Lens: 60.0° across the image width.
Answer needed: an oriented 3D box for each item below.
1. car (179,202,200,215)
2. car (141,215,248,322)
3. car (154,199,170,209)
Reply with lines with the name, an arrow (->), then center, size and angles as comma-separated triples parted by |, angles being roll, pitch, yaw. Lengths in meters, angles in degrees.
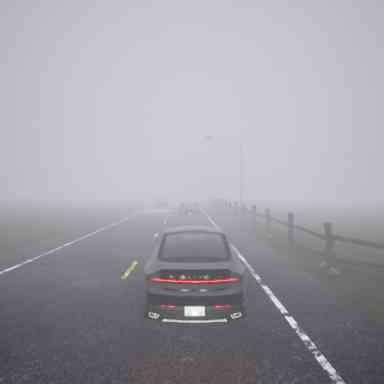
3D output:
car -> -0.241, 1.589, 31.380 | 1.895, 1.301, 4.718 | 0, 0, -1
car -> 0.043, 1.507, 7.364 | 1.837, 1.490, 4.892 | 0, 0, 0
car -> -4.120, 1.574, 45.808 | 1.895, 1.301, 4.718 | 0, 0, 0
